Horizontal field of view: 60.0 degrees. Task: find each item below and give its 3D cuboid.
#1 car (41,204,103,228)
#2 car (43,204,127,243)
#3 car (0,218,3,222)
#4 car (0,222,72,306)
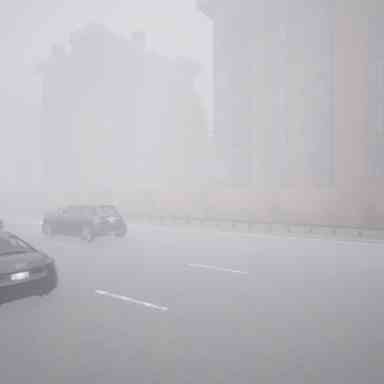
[{"bbox_3d":[-8.256,1.565,22.772,4.181,1.385,1.994,0,0,35],"label":"car"},{"bbox_3d":[-5.364,1.353,16.414,4.553,1.767,2.097,0,0,35],"label":"car"},{"bbox_3d":[-10.988,1.506,16.123,4.892,1.490,1.837,0,0,35],"label":"car"},{"bbox_3d":[-4.894,1.565,7.480,4.181,1.385,1.994,0,0,36],"label":"car"}]
